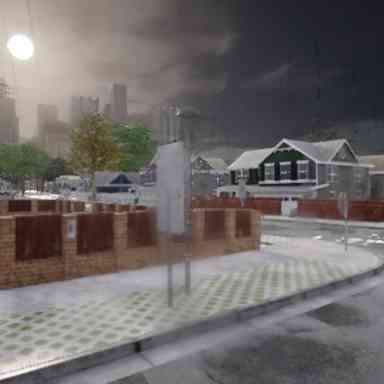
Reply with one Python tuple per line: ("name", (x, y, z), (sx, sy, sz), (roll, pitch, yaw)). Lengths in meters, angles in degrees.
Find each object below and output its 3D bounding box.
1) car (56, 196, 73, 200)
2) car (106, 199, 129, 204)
("car", (-18.603, 1.283, 48.427), (2.033, 1.411, 5.357), (-1, 1, -34))
("car", (-7.379, 1.417, 33.213), (1.994, 1.385, 4.181), (-1, 1, -39))
